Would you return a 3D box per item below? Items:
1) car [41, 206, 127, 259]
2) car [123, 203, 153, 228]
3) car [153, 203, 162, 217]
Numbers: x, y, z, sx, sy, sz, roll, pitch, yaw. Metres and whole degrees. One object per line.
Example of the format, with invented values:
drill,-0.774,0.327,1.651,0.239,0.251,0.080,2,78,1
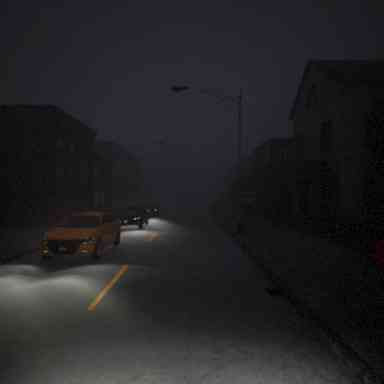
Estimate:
car,-4.091,1.529,13.014,1.882,1.535,5.008,0,0,0
car,-4.088,1.595,22.984,1.837,1.490,4.892,0,0,0
car,-4.076,1.730,33.138,1.895,1.301,4.718,0,0,0
